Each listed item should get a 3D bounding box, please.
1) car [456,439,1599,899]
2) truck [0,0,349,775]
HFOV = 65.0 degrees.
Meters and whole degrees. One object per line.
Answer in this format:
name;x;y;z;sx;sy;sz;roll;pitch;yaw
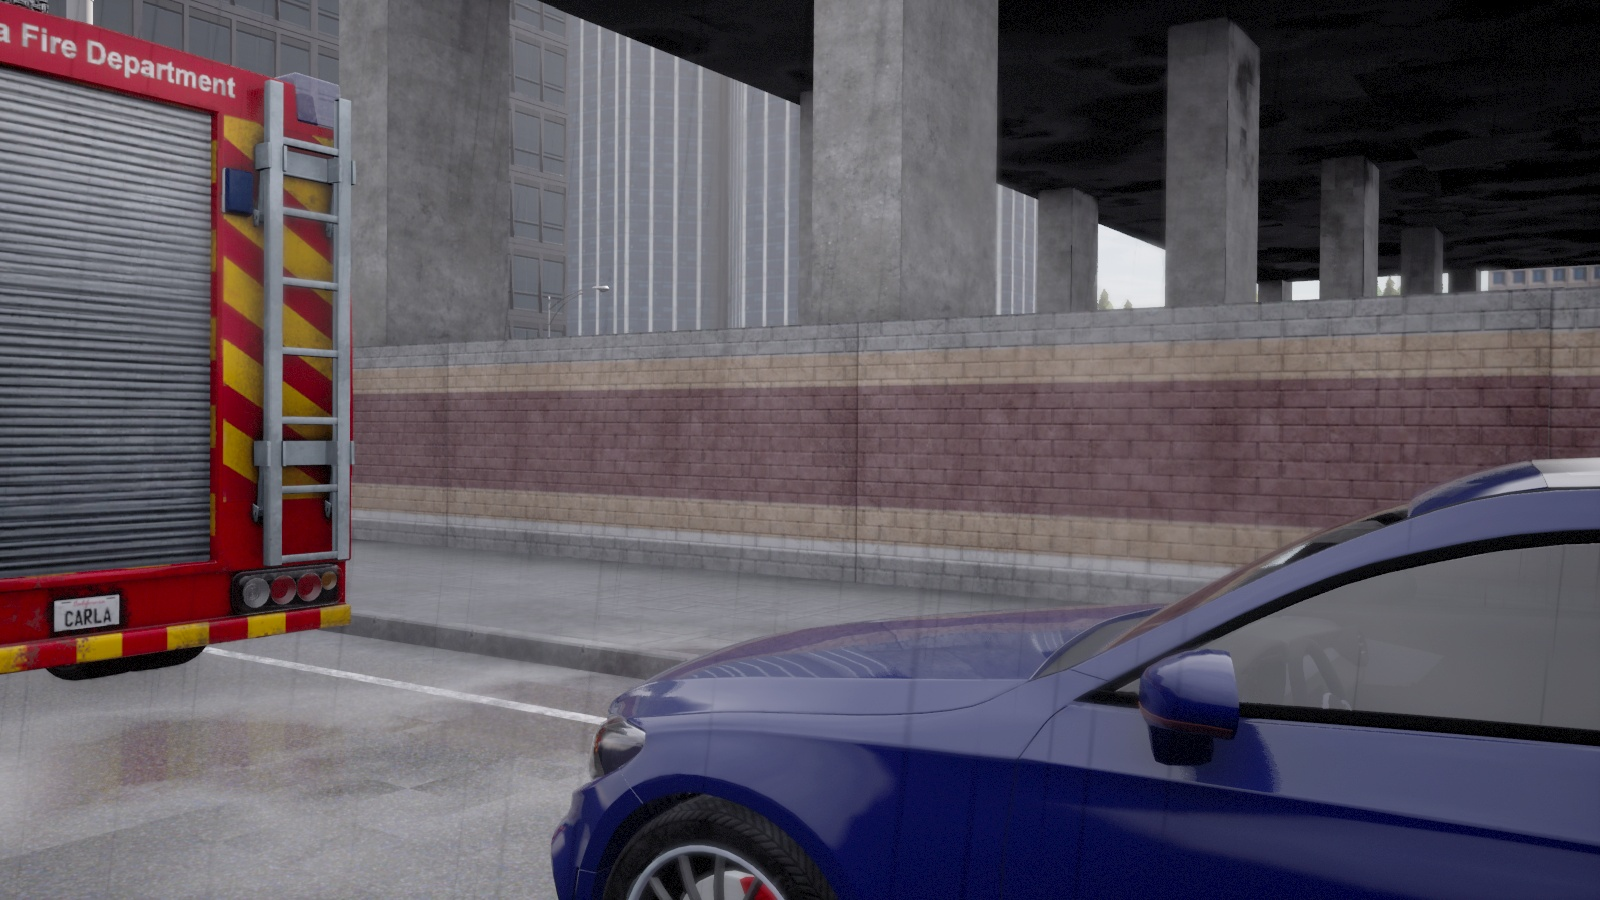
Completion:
car;1.618;0.708;2.546;4.674;1.442;1.812;0;1;33
truck;-6.880;-0.483;8.172;8.468;3.827;2.891;0;1;34
